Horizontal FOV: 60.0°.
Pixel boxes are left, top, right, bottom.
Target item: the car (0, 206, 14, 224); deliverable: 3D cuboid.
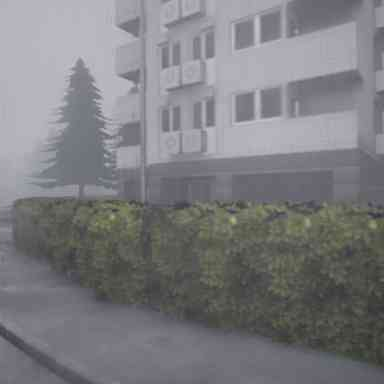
[{"bbox_3d":[-13.985,1.752,26.233,1.994,1.385,4.181,0,0,0],"label":"car"}]
